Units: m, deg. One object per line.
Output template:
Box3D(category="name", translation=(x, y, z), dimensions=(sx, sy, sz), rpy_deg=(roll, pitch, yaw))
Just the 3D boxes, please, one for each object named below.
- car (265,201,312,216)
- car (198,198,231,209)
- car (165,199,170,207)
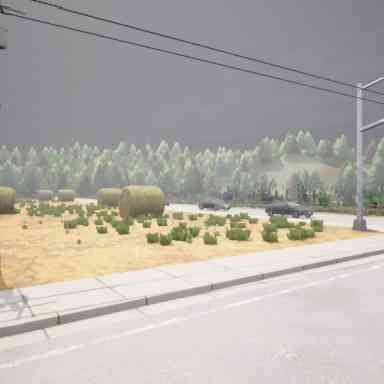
Box3D(category="car", translation=(8.570, 1.502, 29.775), dimensions=(1.812, 1.442, 4.674), rpy_deg=(0, 0, -33))
Box3D(category="car", translation=(2.557, 1.469, 39.120), dimensions=(2.128, 1.511, 4.902), rpy_deg=(0, 0, -33))
Box3D(category="car", translation=(-5.016, 1.541, 50.992), dimensions=(1.994, 1.385, 4.181), rpy_deg=(0, 0, -32))
